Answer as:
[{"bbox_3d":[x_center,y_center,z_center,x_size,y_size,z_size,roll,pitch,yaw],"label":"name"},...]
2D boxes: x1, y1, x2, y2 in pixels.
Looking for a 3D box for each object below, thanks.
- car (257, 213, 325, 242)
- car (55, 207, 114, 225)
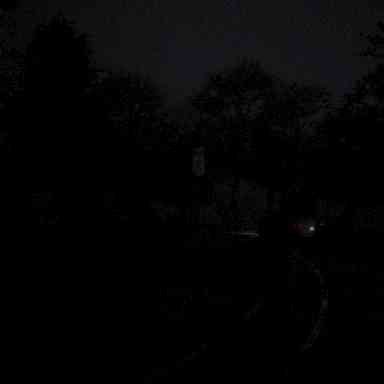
[{"bbox_3d":[5.270,1.854,18.285,1.994,1.385,4.181,0,-2,-18],"label":"car"},{"bbox_3d":[-9.365,2.057,28.956,5.008,1.535,1.882,0,-2,6],"label":"car"}]
